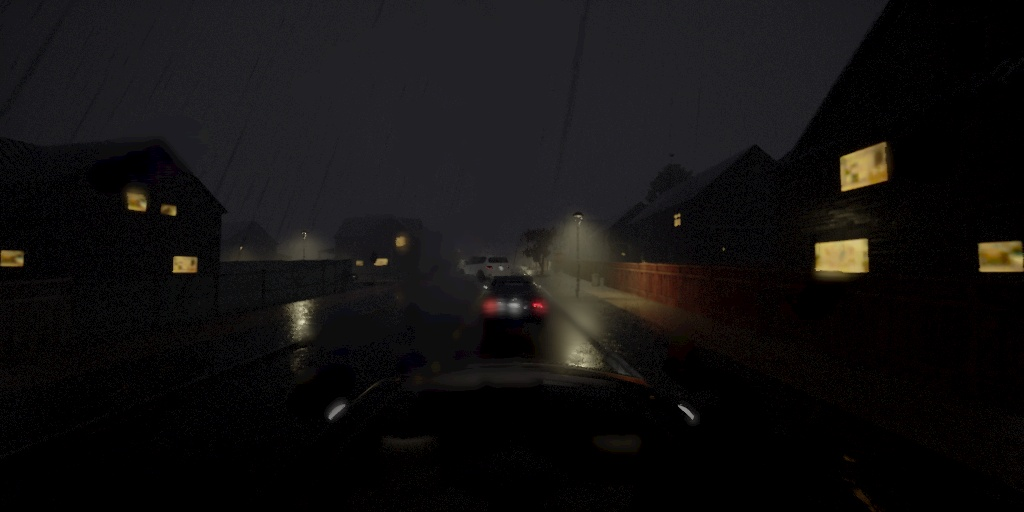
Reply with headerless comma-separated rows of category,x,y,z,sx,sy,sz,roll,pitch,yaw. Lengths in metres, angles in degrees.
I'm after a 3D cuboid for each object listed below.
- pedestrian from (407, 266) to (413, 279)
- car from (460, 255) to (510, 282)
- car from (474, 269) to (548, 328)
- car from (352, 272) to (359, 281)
pedestrian,-10.024,1.322,35.174,0.375,1.860,0.375,0,-2,5
car,-2.173,1.011,27.931,2.150,2.045,5.566,1,-2,-31
car,0.067,1.330,11.549,2.033,1.411,5.357,0,0,0
car,-15.009,1.552,29.908,4.181,1.385,1.994,-1,-3,8
